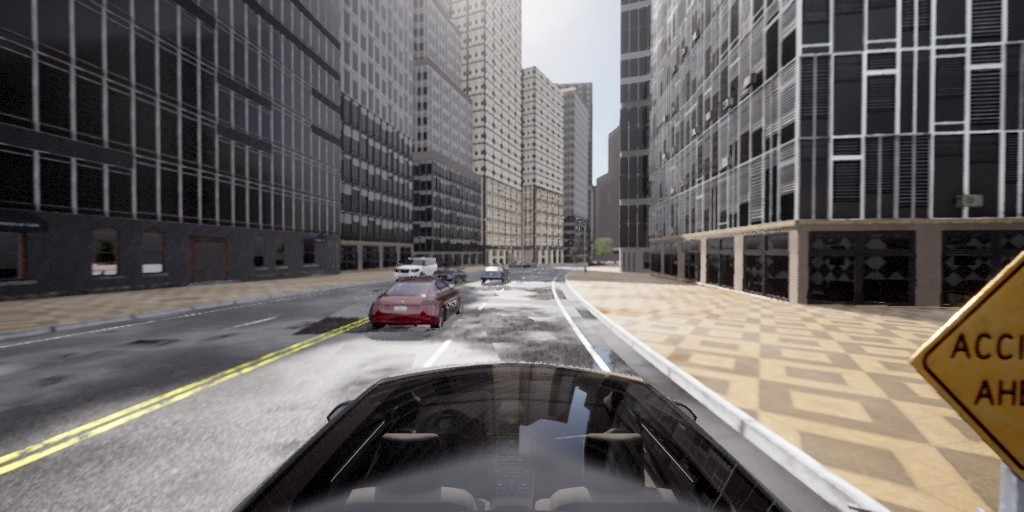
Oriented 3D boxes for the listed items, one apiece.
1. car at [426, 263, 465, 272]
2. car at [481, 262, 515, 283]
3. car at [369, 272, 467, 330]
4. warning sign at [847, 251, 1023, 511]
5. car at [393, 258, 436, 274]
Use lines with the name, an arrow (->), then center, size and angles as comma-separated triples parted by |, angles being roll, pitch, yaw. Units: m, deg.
car -> -4.934, 1.486, 28.456 | 1.994, 1.385, 4.181 | 0, 0, 7
car -> -1.294, 1.496, 30.107 | 2.033, 1.411, 5.357 | 0, 0, 7
car -> -2.860, 1.373, 11.482 | 1.994, 1.385, 4.181 | 0, 0, 2
warning sign -> 2.838, 0.872, 2.036 | 1.300, 1.860, 1.060 | 0, 0, 0
car -> -7.988, 1.145, 30.464 | 2.150, 2.045, 5.566 | 0, 0, 7
